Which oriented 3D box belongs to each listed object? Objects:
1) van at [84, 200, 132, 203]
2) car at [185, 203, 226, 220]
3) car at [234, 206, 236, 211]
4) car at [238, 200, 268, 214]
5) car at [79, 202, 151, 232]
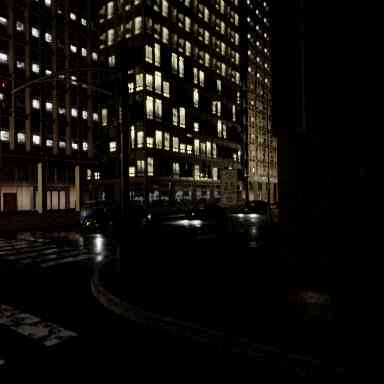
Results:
[{"bbox_3d":[-5.965,1.462,23.480,1.690,1.788,3.998,-2,-1,36],"label":"van"},{"bbox_3d":[1.238,1.651,29.050,1.994,1.385,4.181,-1,-1,36],"label":"car"},{"bbox_3d":[6.893,1.690,41.373,1.752,1.417,4.829,-2,-1,36],"label":"car"},{"bbox_3d":[7.133,1.633,37.239,1.812,1.442,4.674,-1,-1,36],"label":"car"},{"bbox_3d":[-4.622,1.572,20.946,1.837,1.490,4.892,-1,-1,33],"label":"car"}]
